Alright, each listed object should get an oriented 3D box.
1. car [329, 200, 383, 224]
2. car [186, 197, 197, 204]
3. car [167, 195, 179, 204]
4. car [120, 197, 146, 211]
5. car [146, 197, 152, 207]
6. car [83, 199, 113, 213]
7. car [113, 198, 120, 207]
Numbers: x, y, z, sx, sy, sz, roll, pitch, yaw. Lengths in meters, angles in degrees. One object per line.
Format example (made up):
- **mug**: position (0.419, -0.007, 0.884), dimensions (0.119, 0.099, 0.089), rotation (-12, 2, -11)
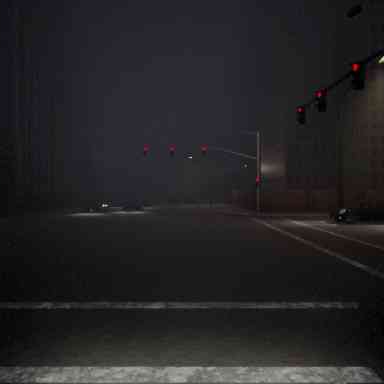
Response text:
- **car**: position (12.366, 1.352, 23.919), dimensions (4.553, 1.767, 2.097), rotation (0, 0, 0)
- **car**: position (-0.127, 1.564, 64.979), dimensions (1.994, 1.385, 4.181), rotation (0, 0, 0)
- **car**: position (-3.627, 1.352, 64.942), dimensions (2.097, 1.767, 4.553), rotation (0, 0, 0)
- **car**: position (-7.158, 1.526, 40.579), dimensions (1.812, 1.442, 4.674), rotation (0, 0, -1)
- **car**: position (-7.188, 1.526, 50.060), dimensions (1.812, 1.442, 4.674), rotation (0, 0, 0)
- **car**: position (-10.709, 1.547, 37.586), dimensions (2.033, 1.411, 5.357), rotation (0, 0, -3)
- **car**: position (-10.693, 1.547, 50.690), dimensions (2.033, 1.411, 5.357), rotation (0, 0, 0)
